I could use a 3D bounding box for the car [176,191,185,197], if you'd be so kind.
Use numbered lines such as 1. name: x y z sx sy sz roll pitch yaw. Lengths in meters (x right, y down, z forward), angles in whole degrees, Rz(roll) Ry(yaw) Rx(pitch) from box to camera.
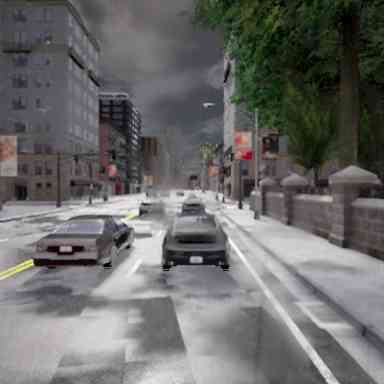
1. car: -3.138 0.470 88.059 1.812 1.442 4.674 0 1 0

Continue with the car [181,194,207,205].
1. car: 0.157 1.198 26.897 1.837 1.490 4.892 0 1 1

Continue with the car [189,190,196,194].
1. car: 0.110 0.470 88.055 1.812 1.442 4.674 0 1 0

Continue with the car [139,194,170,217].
1. car: -3.138 1.185 26.861 2.128 1.511 4.902 0 1 -1

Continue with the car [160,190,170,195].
1. car: -6.402 0.420 79.618 2.097 1.767 4.553 0 1 0

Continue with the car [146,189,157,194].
1. car: -9.652 0.291 79.560 2.150 2.045 5.566 0 1 0

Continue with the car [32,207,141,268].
1. car: -3.131 1.424 10.708 2.033 1.411 5.357 0 1 -1

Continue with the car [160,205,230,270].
1. car: 0.113 1.383 10.569 1.837 1.490 4.892 0 1 0
